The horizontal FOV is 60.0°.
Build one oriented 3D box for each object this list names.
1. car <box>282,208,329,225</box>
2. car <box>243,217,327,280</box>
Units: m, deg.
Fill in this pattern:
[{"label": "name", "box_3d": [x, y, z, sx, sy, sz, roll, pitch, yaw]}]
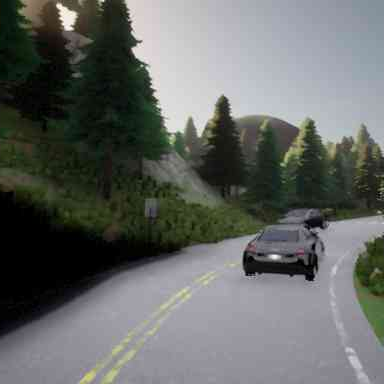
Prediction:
[{"label": "car", "box_3d": [7.139, 1.832, 21.535, 2.128, 1.511, 4.902, -5, -3, 44]}, {"label": "car", "box_3d": [3.015, 1.697, 10.577, 1.994, 1.385, 4.181, -2, -1, 25]}]
